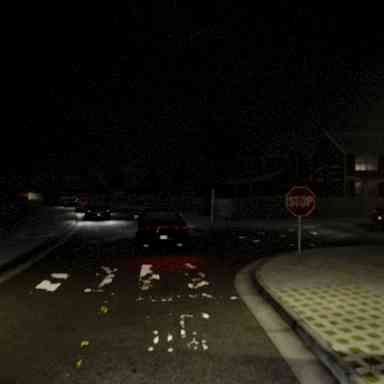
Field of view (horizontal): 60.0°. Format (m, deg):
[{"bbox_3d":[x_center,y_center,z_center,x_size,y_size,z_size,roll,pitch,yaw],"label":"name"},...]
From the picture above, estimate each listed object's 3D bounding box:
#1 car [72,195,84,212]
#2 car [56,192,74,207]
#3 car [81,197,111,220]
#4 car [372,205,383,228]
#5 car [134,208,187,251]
[{"bbox_3d":[-11.448,1.318,36.167,1.882,1.535,5.008,0,0,-26],"label":"car"},{"bbox_3d":[-17.909,1.031,47.627,2.150,2.045,5.566,0,0,-34],"label":"car"},{"bbox_3d":[-7.706,1.403,26.878,1.812,1.442,4.674,0,0,-20],"label":"car"},{"bbox_3d":[12.376,0.943,17.247,5.566,2.045,2.150,-1,1,-4],"label":"car"},{"bbox_3d":[-1.397,1.413,13.987,1.882,1.535,5.008,0,0,-9],"label":"car"}]
